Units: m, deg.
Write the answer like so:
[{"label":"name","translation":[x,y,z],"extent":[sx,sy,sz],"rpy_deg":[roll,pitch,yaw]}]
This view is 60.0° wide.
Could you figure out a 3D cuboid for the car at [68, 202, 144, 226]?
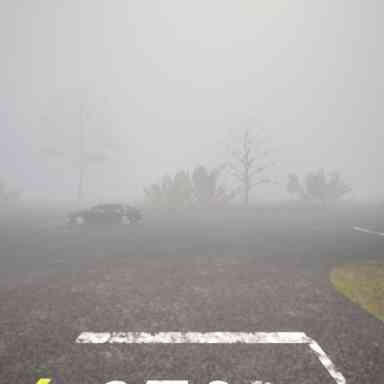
[{"label":"car","translation":[-5.648,1.435,21.947],"extent":[4.892,1.490,1.837],"rpy_deg":[0,0,-1]}]
